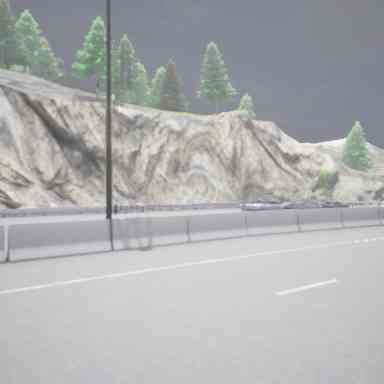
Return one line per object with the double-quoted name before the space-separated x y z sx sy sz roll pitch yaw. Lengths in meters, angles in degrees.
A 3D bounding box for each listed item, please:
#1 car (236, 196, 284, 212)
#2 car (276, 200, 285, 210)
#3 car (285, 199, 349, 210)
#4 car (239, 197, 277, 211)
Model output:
"car" 7.401 1.269 36.214 4.902 1.511 2.128 0 0 -25
"car" 10.069 1.370 29.733 4.181 1.385 1.994 0 0 -25
"car" 10.021 1.319 25.822 4.902 1.511 2.128 0 0 -26
"car" 7.368 1.400 32.341 4.718 1.301 1.895 0 0 -26
